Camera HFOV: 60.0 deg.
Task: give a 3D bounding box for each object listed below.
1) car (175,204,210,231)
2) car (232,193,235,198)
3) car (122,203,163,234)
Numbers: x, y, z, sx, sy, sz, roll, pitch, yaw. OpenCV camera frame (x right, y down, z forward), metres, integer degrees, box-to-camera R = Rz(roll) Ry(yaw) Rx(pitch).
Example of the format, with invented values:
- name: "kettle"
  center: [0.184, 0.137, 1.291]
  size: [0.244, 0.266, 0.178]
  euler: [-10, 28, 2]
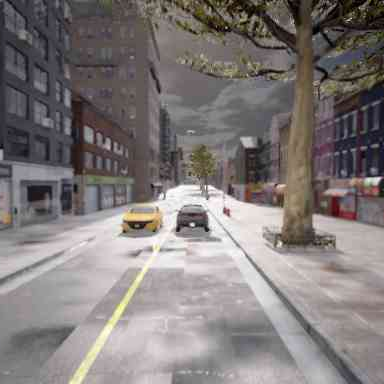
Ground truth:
- name: "car"
  center: [0.031, 1.486, 20.295]
  size: [1.837, 1.490, 4.892]
  euler: [0, 0, 0]
- name: "car"
  center: [12.860, 0.697, 86.276]
  size: [5.009, 1.841, 2.192]
  euler: [1, 1, 0]
- name: "car"
  center: [-2.788, 1.453, 19.505]
  size: [1.882, 1.535, 5.008]
  euler: [0, 0, 0]
